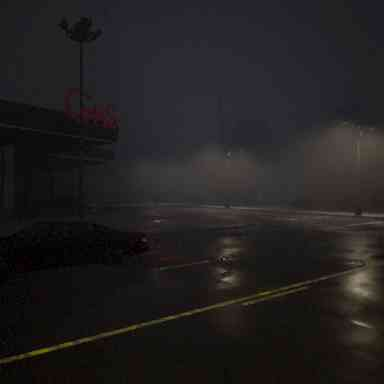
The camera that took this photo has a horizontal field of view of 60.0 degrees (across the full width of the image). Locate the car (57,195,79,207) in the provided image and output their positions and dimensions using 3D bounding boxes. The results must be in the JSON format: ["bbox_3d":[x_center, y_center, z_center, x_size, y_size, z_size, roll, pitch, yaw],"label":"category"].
[{"bbox_3d":[-17.819,1.295,47.573,2.242,1.667,4.611,0,0,-35],"label":"car"}]

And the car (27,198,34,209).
[{"bbox_3d":[-22.029,1.456,43.590,1.970,1.475,3.806,0,0,-35],"label":"car"}]

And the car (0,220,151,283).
[{"bbox_3d":[-3.913,1.547,9.803,5.357,1.411,2.033,0,0,-36],"label":"car"}]

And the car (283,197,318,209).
[{"bbox_3d":[14.615,1.505,44.979,1.837,1.490,4.892,0,0,-35],"label":"car"}]

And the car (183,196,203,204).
[{"bbox_3d":[0.210,1.477,64.980,1.882,1.535,5.008,0,0,-36],"label":"car"}]
